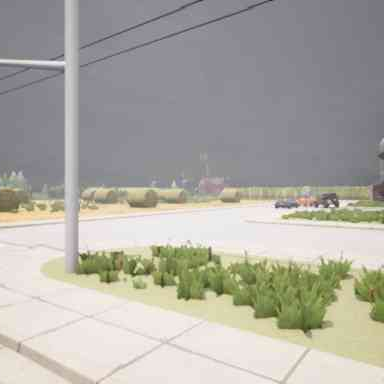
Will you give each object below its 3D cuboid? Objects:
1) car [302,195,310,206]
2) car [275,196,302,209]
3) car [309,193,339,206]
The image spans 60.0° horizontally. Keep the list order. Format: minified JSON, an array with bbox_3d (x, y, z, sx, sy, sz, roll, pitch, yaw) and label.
[{"bbox_3d":[17.947,1.318,51.401,2.097,1.767,4.553,0,0,35],"label":"car"},{"bbox_3d":[12.318,1.473,43.187,1.994,1.385,4.181,-2,-1,36],"label":"car"},{"bbox_3d":[17.640,1.112,43.606,1.905,1.878,3.866,-6,-1,-8],"label":"car"}]
